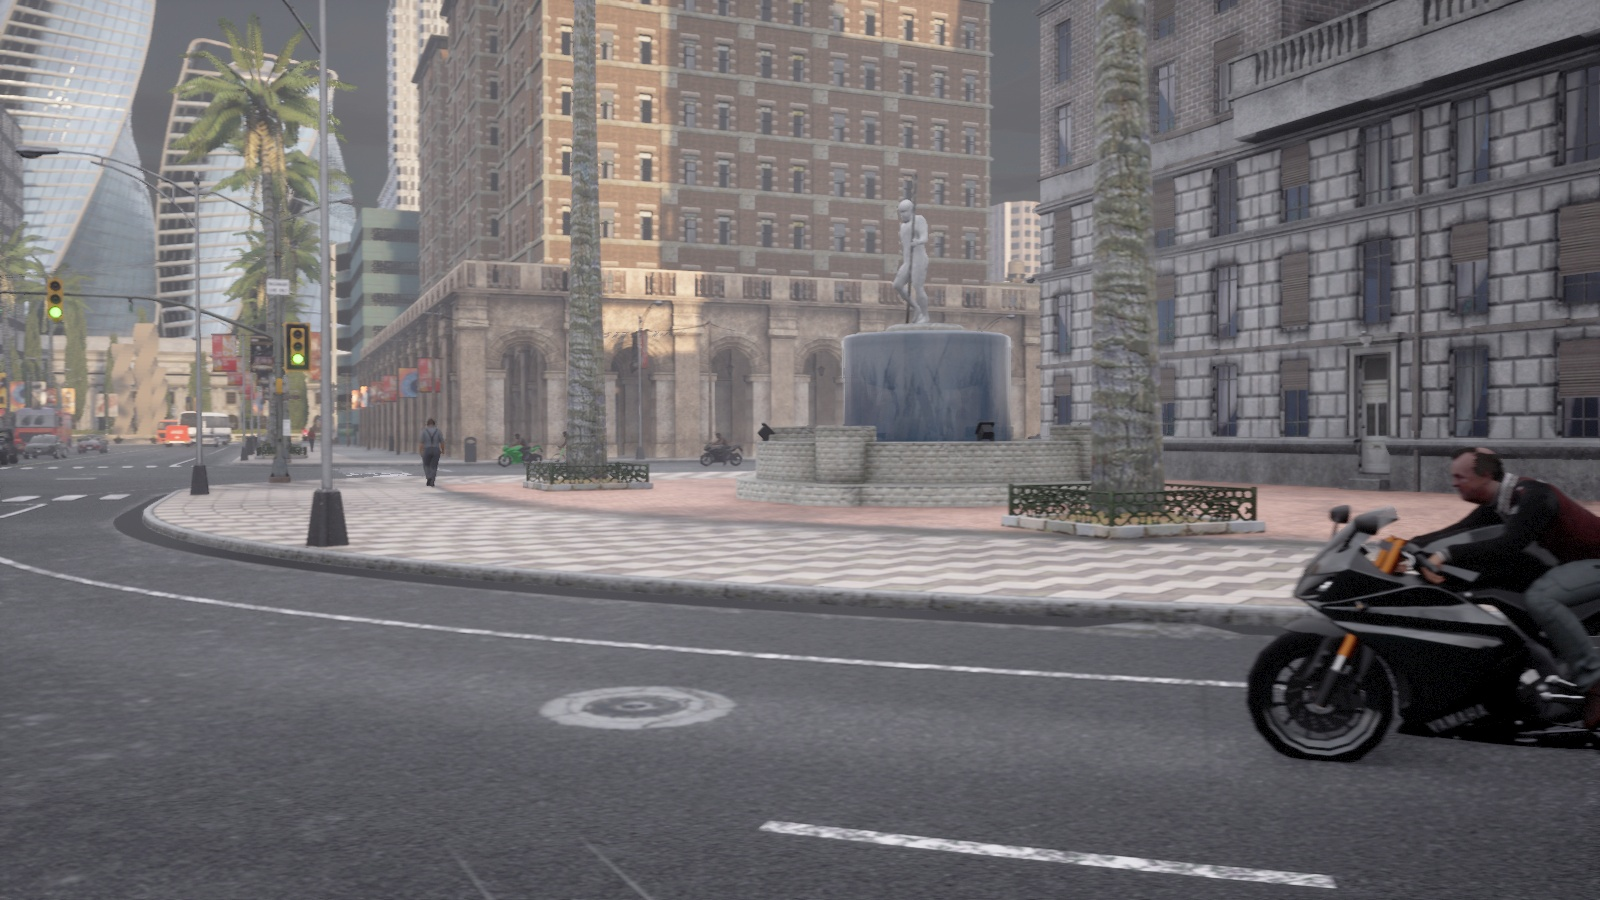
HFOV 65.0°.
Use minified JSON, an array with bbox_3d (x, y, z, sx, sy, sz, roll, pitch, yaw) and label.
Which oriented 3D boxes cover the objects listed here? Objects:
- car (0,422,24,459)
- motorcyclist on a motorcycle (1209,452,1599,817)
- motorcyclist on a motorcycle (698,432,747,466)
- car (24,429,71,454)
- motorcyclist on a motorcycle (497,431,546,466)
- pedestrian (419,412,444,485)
[{"bbox_3d":[-41.383,-0.514,64.567,1.905,1.878,3.866,0,1,-22],"label":"car"},{"bbox_3d":[3.091,0.787,5.852,2.191,1.530,0.866,0,1,14],"label":"motorcyclist on a motorcycle"},{"bbox_3d":[-3.490,-0.049,56.268,2.044,1.523,0.797,0,1,-23],"label":"motorcyclist on a motorcycle"},{"bbox_3d":[-47.363,-0.548,79.088,1.837,1.490,4.892,0,1,-22],"label":"car"},{"bbox_3d":[-12.471,-0.085,56.227,2.044,1.523,0.797,0,1,-23],"label":"motorcyclist on a motorcycle"},{"bbox_3d":[-9.534,-0.042,32.482,0.540,1.848,0.694,0,1,-23],"label":"pedestrian"}]
